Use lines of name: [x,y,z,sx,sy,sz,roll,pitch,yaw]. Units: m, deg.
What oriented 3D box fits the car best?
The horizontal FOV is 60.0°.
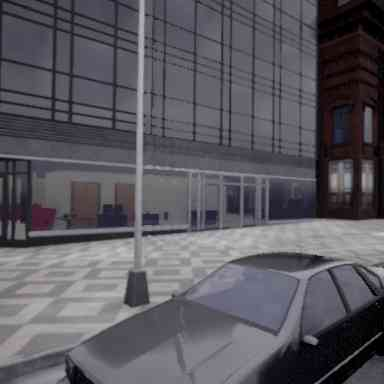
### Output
car: [1.180,1.578,4.368,5.357,1.411,2.033,0,-1,-42]
